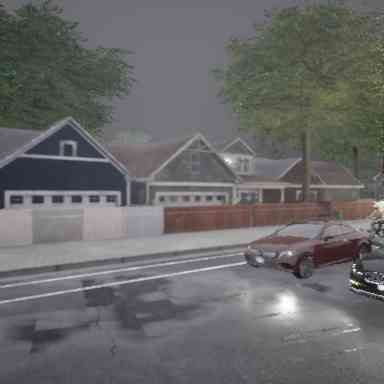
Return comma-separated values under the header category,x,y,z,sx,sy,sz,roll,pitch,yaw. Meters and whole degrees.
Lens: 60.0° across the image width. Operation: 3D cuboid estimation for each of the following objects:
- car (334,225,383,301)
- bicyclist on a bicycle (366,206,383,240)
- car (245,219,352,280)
category,x,y,z,sx,sy,sz,roll,pitch,yaw
car,5.538,1.554,7.538,4.892,1.490,1.837,1,-1,-35
bicyclist on a bicycle,9.100,1.521,16.414,1.509,1.612,0.866,0,0,-33
car,3.739,1.573,10.250,4.674,1.442,1.812,0,0,-35
